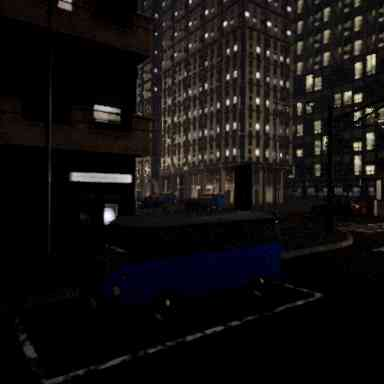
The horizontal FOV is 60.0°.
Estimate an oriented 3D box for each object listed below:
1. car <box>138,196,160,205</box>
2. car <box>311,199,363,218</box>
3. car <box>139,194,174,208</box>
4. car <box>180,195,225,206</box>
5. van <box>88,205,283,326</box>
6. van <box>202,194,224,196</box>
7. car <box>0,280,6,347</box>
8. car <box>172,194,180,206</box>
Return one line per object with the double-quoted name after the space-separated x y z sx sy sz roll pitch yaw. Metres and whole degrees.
-7.319 1.368 56.232 1.947 1.339 4.313 1 0 -35 "car"
12.299 1.289 28.595 1.967 1.590 4.097 1 0 -35 "car"
-4.344 1.279 37.563 2.008 1.369 4.403 1 0 -35 "car"
1.051 1.329 34.440 1.994 1.385 4.181 1 0 -35 "car"
0.063 1.311 6.749 3.998 1.788 1.690 -1 1 -35 "van"
2.492 1.165 42.414 1.690 1.788 3.998 1 0 -35 "van"
-4.351 1.579 3.398 4.313 1.339 1.947 -1 1 -35 "car"
-0.780 1.367 47.019 2.008 1.369 4.403 1 0 -35 "car"
